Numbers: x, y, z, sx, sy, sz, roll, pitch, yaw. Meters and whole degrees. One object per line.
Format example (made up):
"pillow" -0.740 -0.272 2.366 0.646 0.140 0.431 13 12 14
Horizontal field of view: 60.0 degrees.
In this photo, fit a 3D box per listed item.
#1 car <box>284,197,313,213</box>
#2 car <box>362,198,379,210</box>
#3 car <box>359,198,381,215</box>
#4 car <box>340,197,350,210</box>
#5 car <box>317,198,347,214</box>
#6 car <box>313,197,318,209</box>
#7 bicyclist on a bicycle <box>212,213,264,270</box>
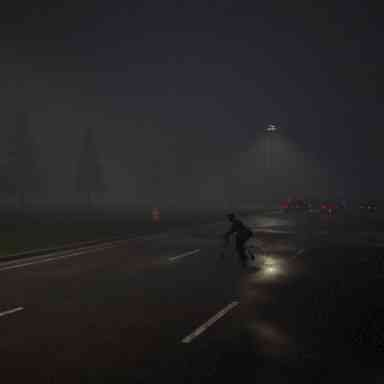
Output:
"car" 11.453 1.547 36.344 2.033 1.411 5.357 0 0 29
"car" 23.203 1.505 43.089 1.837 1.490 4.892 0 0 30
"car" 18.146 1.547 33.962 2.033 1.411 5.357 0 0 30
"car" 19.898 1.478 44.357 1.882 1.535 5.008 0 0 30
"car" 15.076 1.601 35.643 1.895 1.301 4.718 0 0 29
"car" 16.609 1.505 45.657 1.837 1.490 4.892 0 0 30
"bicyclist on a bicycle" 1.326 1.455 9.836 1.656 1.620 0.582 -2 -1 29
